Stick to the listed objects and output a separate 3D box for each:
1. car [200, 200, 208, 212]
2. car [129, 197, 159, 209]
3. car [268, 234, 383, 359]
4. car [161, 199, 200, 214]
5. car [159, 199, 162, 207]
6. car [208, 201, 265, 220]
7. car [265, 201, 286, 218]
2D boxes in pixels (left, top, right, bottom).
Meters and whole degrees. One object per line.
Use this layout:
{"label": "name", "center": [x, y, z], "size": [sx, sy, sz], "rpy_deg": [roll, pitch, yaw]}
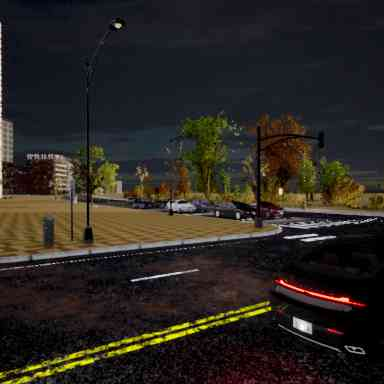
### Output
{"label": "car", "center": [1.095, 1.620, 39.786], "size": [2.033, 1.411, 5.357], "rpy_deg": [0, 0, -32]}
{"label": "car", "center": [-6.700, 1.669, 46.402], "size": [1.994, 1.385, 4.181], "rpy_deg": [0, 0, -31]}
{"label": "car", "center": [3.452, 1.504, 5.733], "size": [4.892, 1.490, 1.837], "rpy_deg": [0, 0, -34]}
{"label": "car", "center": [-1.345, 1.609, 37.560], "size": [1.812, 1.442, 4.674], "rpy_deg": [0, 0, -31]}
{"label": "car", "center": [-4.062, 1.658, 48.358], "size": [1.994, 1.385, 4.181], "rpy_deg": [0, 0, -30]}
{"label": "car", "center": [3.795, 1.564, 29.216], "size": [1.837, 1.490, 4.892], "rpy_deg": [0, 0, -32]}
{"label": "car", "center": [6.597, 1.573, 30.849], "size": [1.812, 1.442, 4.674], "rpy_deg": [0, 0, -30]}
